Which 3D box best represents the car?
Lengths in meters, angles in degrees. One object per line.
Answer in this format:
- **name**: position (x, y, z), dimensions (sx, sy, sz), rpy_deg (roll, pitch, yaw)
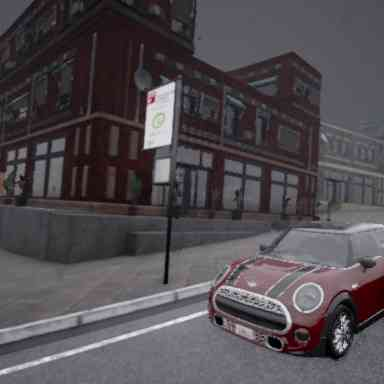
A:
- **car**: position (2.433, 1.407, 6.233), dimensions (4.553, 1.767, 2.097), rpy_deg (0, 0, -41)
